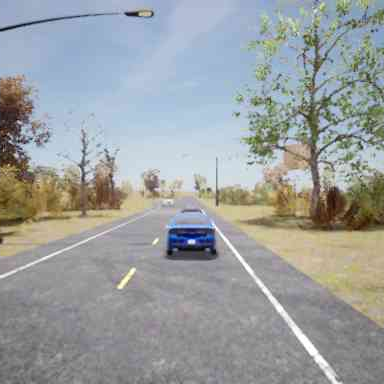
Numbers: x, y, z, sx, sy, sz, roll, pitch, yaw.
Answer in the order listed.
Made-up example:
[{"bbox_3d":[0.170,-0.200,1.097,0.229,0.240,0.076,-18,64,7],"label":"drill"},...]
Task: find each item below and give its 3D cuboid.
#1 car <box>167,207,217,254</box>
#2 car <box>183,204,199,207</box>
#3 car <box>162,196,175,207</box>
[{"bbox_3d":[0.000,1.629,14.229,1.882,1.535,5.008,0,0,0],"label":"car"},{"bbox_3d":[-0.077,1.795,28.499,2.128,1.511,4.902,0,0,0],"label":"car"},{"bbox_3d":[-4.650,1.887,65.847,2.150,2.045,5.566,0,-1,-6],"label":"car"}]
